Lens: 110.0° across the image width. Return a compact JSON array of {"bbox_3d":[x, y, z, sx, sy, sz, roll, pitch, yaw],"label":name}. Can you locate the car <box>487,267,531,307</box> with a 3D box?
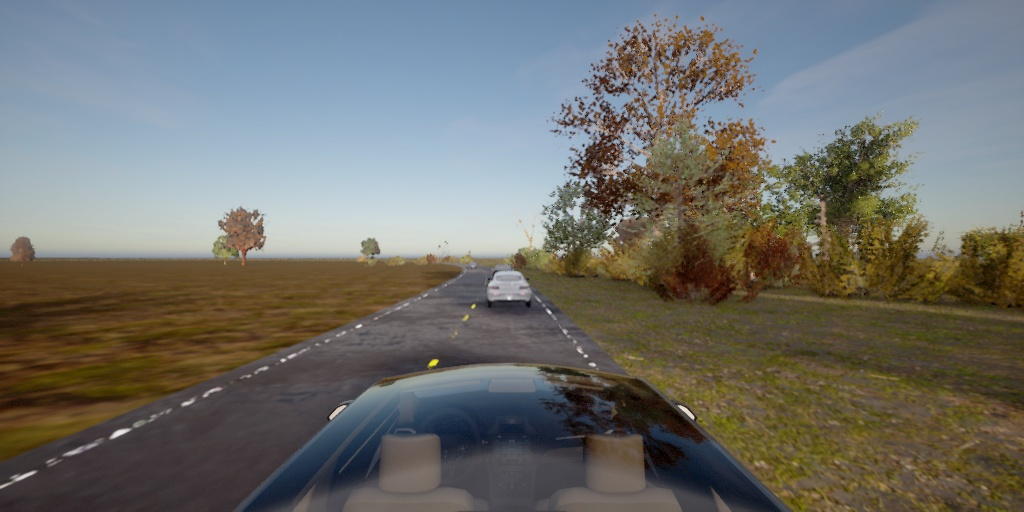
[{"bbox_3d":[-0.154,1.415,16.314,1.812,1.442,4.674,0,0,-1],"label":"car"}]

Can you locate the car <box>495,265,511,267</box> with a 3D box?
[{"bbox_3d":[-0.780,1.512,31.444,1.882,1.535,5.008,0,0,-3],"label":"car"}]
